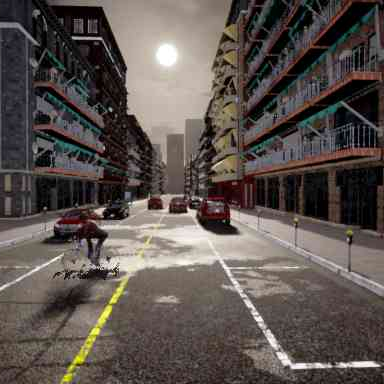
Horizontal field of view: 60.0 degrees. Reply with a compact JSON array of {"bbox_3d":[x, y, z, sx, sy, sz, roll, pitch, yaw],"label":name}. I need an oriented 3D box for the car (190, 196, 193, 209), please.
[{"bbox_3d":[0.476,1.568,46.367,1.947,1.339,4.313,-1,0,-3],"label":"car"}]

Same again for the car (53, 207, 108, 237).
[{"bbox_3d":[-6.086,1.579,18.095,1.802,1.307,4.206,-1,0,-3],"label":"car"}]

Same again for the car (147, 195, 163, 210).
[{"bbox_3d":[-4.779,1.479,43.677,1.882,1.535,5.008,0,0,-3],"label":"car"}]

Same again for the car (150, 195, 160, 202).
[{"bbox_3d":[-8.927,1.460,80.194,1.967,1.590,4.097,-1,0,-3],"label":"car"}]

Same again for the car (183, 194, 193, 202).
[{"bbox_3d":[-1.057,1.335,80.319,2.192,1.841,5.009,-1,0,-3],"label":"car"}]

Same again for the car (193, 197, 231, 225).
[{"bbox_3d":[1.508,1.313,23.734,2.192,1.841,5.009,-1,0,-3],"label":"car"}]

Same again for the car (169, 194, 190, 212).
[{"bbox_3d":[-1.666,1.352,39.702,2.097,1.767,4.553,0,0,-2],"label":"car"}]

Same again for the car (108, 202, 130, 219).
[{"bbox_3d":[-6.603,1.564,29.386,1.947,1.339,4.313,-1,0,-3],"label":"car"}]

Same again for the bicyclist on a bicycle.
[{"bbox_3d":[-2.869,1.453,9.411,1.656,1.620,0.582,-2,0,-3],"label":"bicyclist on a bicycle"}]

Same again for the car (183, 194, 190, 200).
[{"bbox_3d":[-1.558,1.468,91.636,1.967,1.590,4.097,-1,0,-3],"label":"car"}]

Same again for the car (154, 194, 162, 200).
[{"bbox_3d":[-9.444,1.468,91.485,1.967,1.590,4.097,-1,0,-3],"label":"car"}]

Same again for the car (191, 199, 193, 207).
[{"bbox_3d":[1.252,1.549,29.392,2.008,1.369,4.403,-1,0,-3],"label":"car"}]

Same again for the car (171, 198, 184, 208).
[{"bbox_3d":[-2.145,1.605,49.464,1.895,1.301,4.718,0,0,-2],"label":"car"}]
